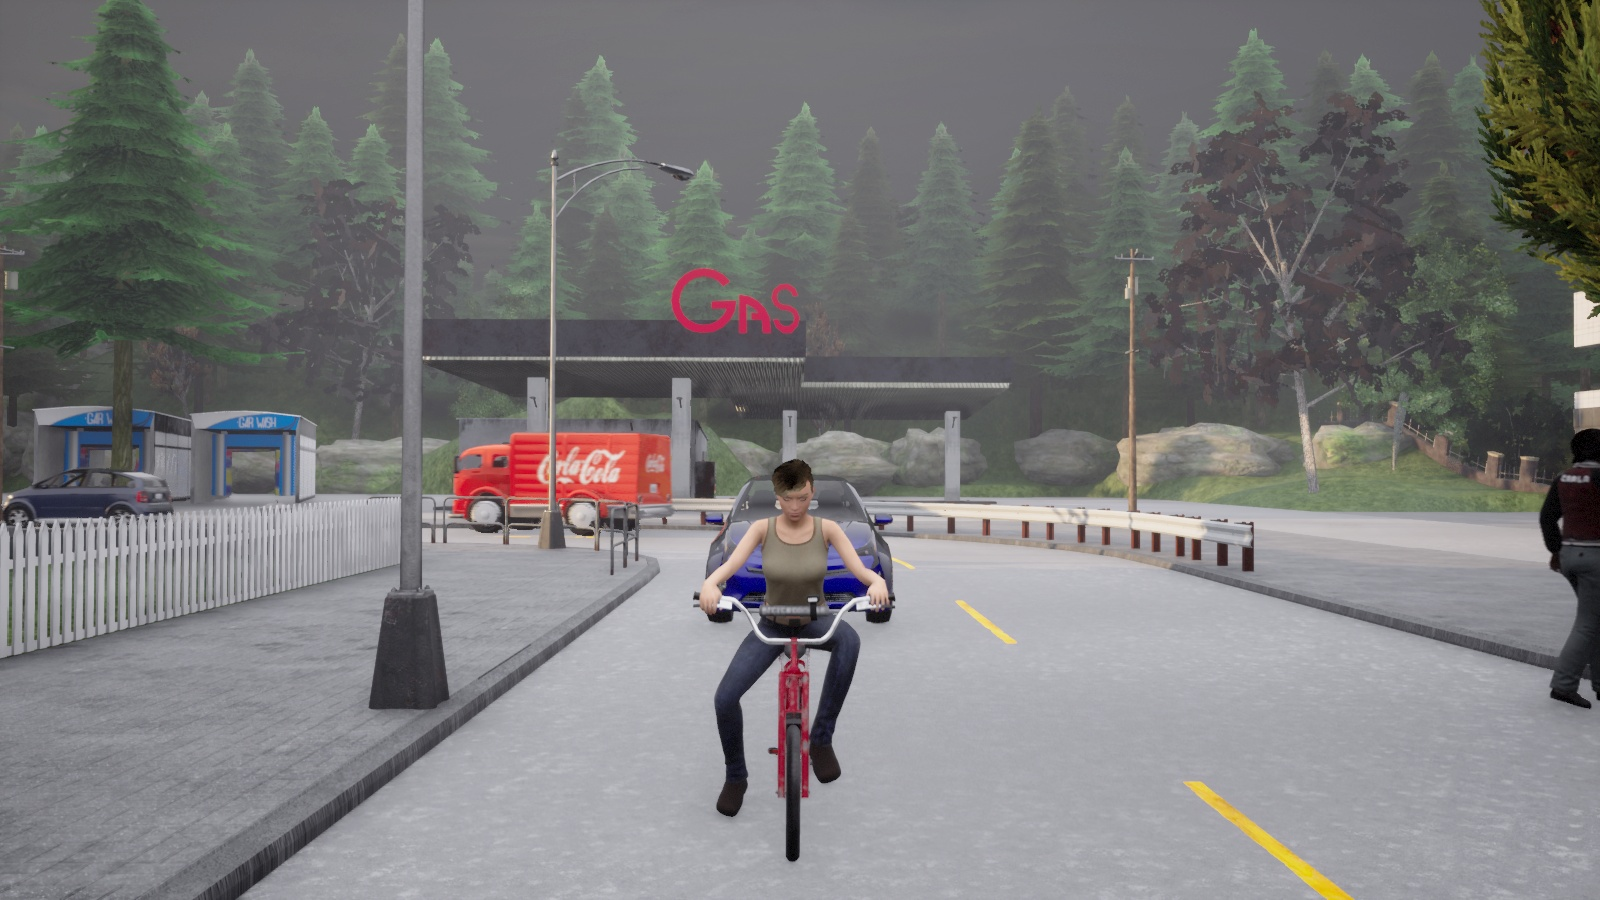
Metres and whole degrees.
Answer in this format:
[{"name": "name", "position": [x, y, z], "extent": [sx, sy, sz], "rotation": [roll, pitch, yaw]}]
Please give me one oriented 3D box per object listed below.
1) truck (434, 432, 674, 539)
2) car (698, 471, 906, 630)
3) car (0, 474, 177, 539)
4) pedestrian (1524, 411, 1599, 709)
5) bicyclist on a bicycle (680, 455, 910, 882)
[{"name": "truck", "position": [-6.038, 0.874, 31.111], "extent": [5.204, 2.467, 2.627], "rotation": [-1, -1, 15]}, {"name": "car", "position": [-0.022, 1.002, 14.357], "extent": [2.007, 1.525, 4.514], "rotation": [0, -1, -1]}, {"name": "car", "position": [-17.871, 1.391, 31.399], "extent": [3.705, 1.549, 1.789], "rotation": [0, -1, 0]}, {"name": "pedestrian", "position": [5.284, 0.713, 8.359], "extent": [0.666, 1.930, 0.402], "rotation": [0, -1, -4]}, {"name": "bicyclist on a bicycle", "position": [-0.018, 0.844, 5.522], "extent": [0.866, 1.612, 1.509], "rotation": [0, -1, 0]}]
